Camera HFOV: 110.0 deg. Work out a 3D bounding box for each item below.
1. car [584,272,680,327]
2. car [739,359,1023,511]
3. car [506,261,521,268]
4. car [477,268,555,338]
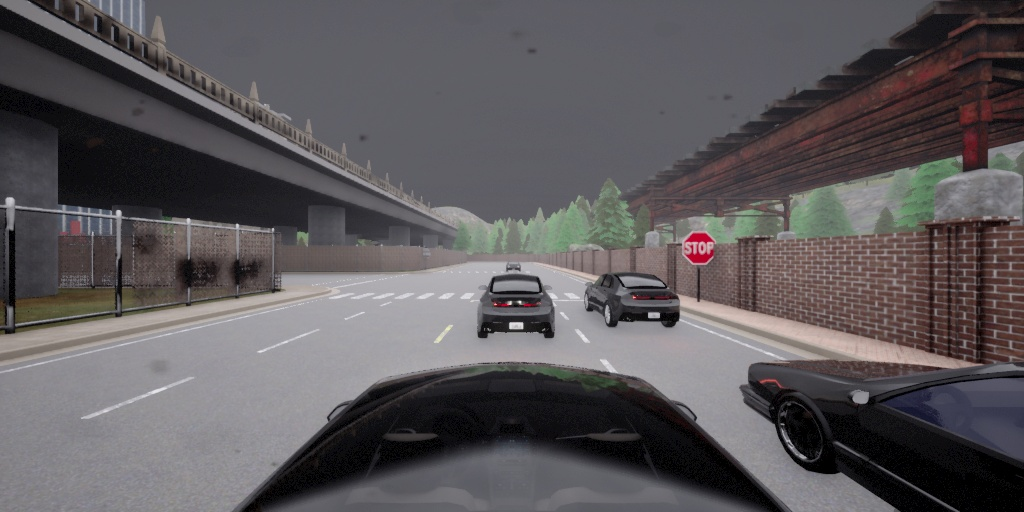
[{"bbox_3d":[3.597,1.255,11.487,1.837,1.490,4.892,0,0,0],"label":"car"},{"bbox_3d":[3.600,1.297,1.741,2.033,1.411,5.357,0,0,0],"label":"car"},{"bbox_3d":[0.168,1.351,46.385,1.895,1.301,4.718,0,0,-1],"label":"car"},{"bbox_3d":[0.096,1.255,10.126,1.837,1.490,4.892,0,0,0],"label":"car"}]
